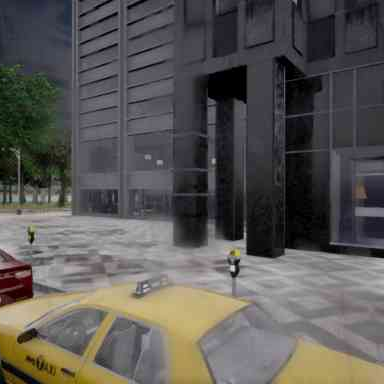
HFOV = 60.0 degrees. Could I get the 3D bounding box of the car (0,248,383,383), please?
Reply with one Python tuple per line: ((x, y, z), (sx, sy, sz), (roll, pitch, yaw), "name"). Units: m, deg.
((-0.591, 1.525, 3.384), (4.829, 1.417, 1.752), (0, 0, 36), "car")
